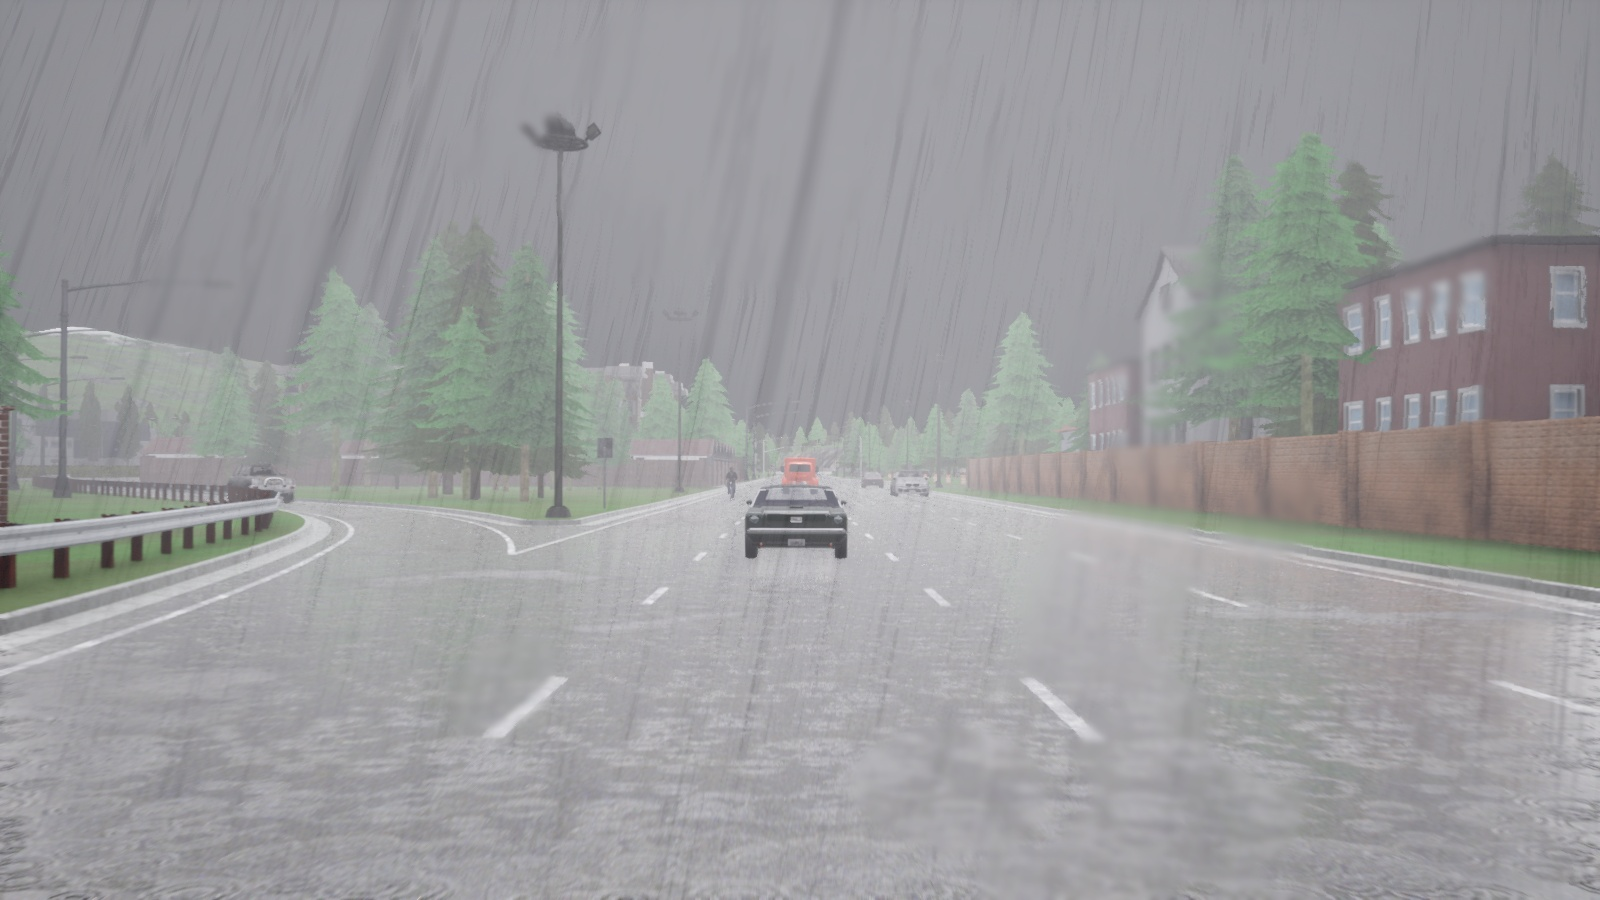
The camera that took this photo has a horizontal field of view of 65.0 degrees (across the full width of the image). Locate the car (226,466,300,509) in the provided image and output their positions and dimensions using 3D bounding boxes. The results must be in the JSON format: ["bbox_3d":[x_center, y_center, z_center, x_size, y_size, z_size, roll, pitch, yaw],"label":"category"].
[{"bbox_3d":[-24.390,1.683,56.946,1.932,1.855,4.605,1,-1,-39],"label":"car"}]

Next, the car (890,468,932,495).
[{"bbox_3d":[6.962,1.961,79.447,2.242,1.667,4.611,0,-1,0],"label":"car"}]

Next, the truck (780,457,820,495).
[{"bbox_3d":[0.011,1.763,85.492,2.627,2.467,5.204,0,-1,1],"label":"truck"}]

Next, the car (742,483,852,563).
[{"bbox_3d":[-0.059,1.316,23.937,1.895,1.301,4.718,0,-1,0],"label":"car"}]
